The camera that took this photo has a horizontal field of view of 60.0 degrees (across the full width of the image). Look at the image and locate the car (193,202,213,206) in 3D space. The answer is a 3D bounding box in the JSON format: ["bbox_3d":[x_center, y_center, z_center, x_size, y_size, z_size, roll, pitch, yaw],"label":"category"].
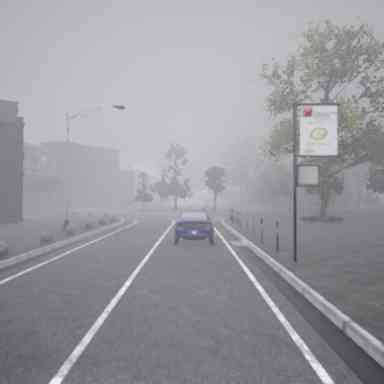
[{"bbox_3d":[0.809,2.017,32.537,1.837,1.490,4.892,0,-1,8],"label":"car"}]

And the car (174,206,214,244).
[{"bbox_3d":[0.098,1.688,17.169,1.882,1.535,5.008,0,-1,0],"label":"car"}]
